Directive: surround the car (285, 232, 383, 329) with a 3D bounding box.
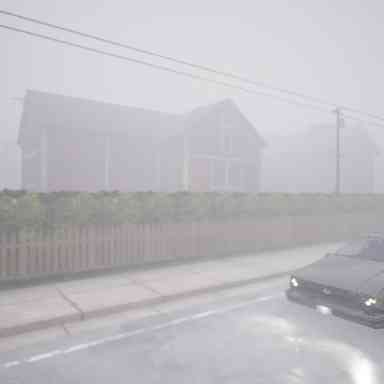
[{"bbox_3d":[4.377,1.599,7.106,5.357,1.411,2.033,0,0,-35],"label":"car"}]
